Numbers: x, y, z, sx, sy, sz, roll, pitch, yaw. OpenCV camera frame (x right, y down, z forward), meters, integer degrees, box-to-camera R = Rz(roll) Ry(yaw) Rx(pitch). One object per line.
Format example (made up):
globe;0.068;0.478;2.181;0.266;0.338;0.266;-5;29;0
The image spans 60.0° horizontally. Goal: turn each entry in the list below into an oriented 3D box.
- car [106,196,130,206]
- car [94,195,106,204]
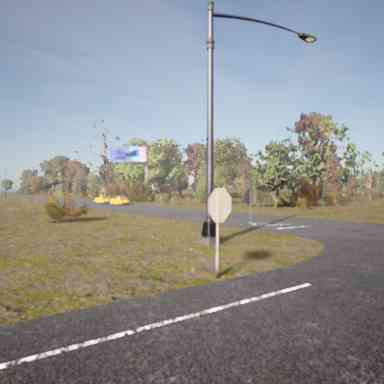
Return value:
car;-11.819;1.376;54.201;1.882;1.535;5.008;0;0;-33
car;-16.400;1.361;60.940;1.882;1.535;5.008;0;0;-34
